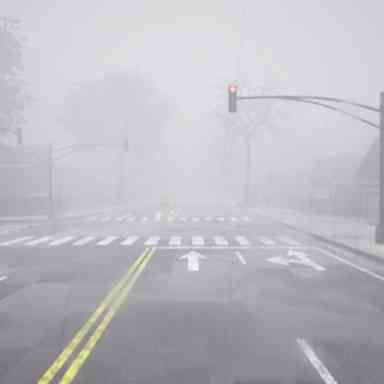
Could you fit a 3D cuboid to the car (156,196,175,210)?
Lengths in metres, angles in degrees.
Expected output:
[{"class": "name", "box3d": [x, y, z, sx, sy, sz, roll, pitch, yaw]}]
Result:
[{"class": "car", "box3d": [-3.159, 1.214, 40.344, 2.097, 1.767, 4.553, 0, 0, 0]}]
